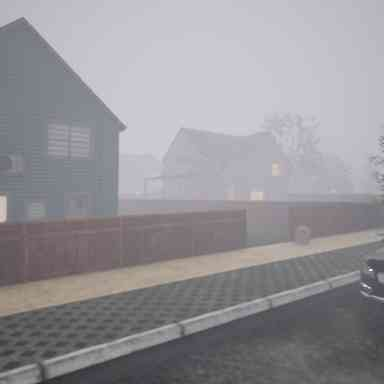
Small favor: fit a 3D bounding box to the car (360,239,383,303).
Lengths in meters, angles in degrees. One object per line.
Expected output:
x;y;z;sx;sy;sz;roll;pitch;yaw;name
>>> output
5.409;1.394;6.950;4.902;1.511;2.128;-1;0;-36;car
